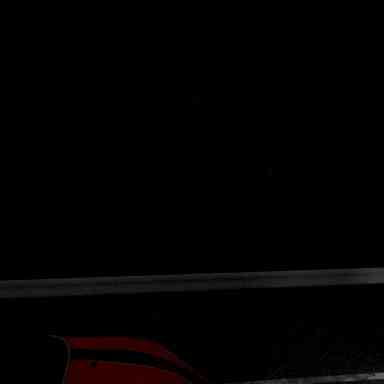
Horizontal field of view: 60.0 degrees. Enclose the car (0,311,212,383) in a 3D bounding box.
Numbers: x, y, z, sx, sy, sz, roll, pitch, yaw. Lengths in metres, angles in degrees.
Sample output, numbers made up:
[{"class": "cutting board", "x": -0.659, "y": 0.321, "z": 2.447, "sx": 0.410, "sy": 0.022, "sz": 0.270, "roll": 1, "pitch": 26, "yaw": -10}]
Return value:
[{"class": "car", "x": -1.869, "y": 1.352, "z": 1.646, "sx": 4.553, "sy": 1.767, "sz": 2.097, "roll": 0, "pitch": 0, "yaw": -6}]
